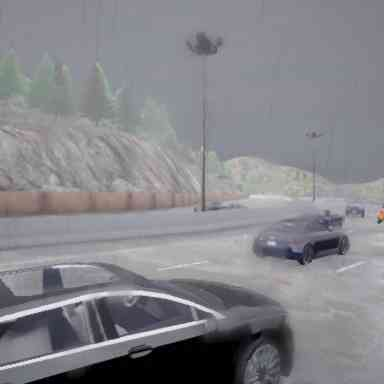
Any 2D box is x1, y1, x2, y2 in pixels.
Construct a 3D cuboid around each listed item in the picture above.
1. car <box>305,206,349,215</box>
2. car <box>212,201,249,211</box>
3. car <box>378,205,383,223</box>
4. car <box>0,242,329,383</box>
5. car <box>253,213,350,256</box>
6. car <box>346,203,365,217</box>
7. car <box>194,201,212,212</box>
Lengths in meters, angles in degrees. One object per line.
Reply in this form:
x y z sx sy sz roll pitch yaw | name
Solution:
8.664 1.817 22.233 1.895 1.301 4.718 0 0 40 | car
4.234 1.827 34.010 1.994 1.385 4.181 0 -1 35 | car
17.019 1.672 28.068 2.097 1.767 4.553 0 0 33 | car
-0.974 1.505 3.319 4.902 1.511 2.128 1 0 -37 | car
4.093 1.678 12.245 4.181 1.385 1.994 1 -1 -42 | car
17.979 1.913 36.744 1.812 1.442 4.674 0 -1 27 | car
2.037 1.774 36.944 1.837 1.490 4.892 0 -1 34 | car
